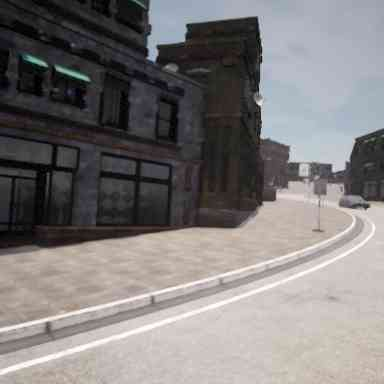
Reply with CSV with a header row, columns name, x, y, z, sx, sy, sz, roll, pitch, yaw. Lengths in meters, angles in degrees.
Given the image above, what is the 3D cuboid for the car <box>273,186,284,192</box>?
name,x,y,z,sx,sy,sz,roll,pitch,yaw
car,20.158,-0.632,77.809,2.150,2.045,5.566,2,1,17

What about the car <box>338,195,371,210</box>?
name,x,y,z,sx,sy,sz,roll,pitch,yaw
car,17.632,1.086,36.381,2.033,1.411,5.357,3,2,7
